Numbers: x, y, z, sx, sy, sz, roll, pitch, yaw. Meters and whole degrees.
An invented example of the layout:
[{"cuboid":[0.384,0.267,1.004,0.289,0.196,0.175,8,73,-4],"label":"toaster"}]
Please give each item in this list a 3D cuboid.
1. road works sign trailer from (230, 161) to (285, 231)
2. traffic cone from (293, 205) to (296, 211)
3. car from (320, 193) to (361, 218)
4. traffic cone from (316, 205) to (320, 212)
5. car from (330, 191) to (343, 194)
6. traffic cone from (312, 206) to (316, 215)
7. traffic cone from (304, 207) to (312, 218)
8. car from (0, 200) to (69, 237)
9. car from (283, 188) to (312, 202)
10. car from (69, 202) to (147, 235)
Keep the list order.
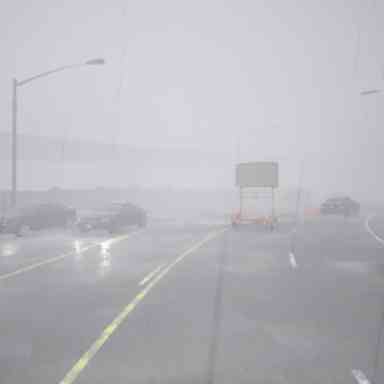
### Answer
[{"cuboid":[3.598,0.144,18.271,2.380,3.560,2.880,0,1,28],"label":"road works sign trailer"},{"cuboid":[9.237,1.430,30.019,0.340,0.580,0.340,0,1,28],"label":"traffic cone"},{"cuboid":[11.228,1.074,25.032,2.033,1.411,5.357,0,1,38],"label":"car"},{"cuboid":[10.066,1.459,27.316,0.340,0.580,0.340,0,1,28],"label":"traffic cone"},{"cuboid":[22.607,0.650,52.288,4.674,1.442,1.812,-1,0,-39],"label":"car"},{"cuboid":[9.127,1.492,25.548,0.340,0.580,0.340,0,1,28],"label":"traffic cone"},{"cuboid":[8.191,1.526,23.784,0.340,0.580,0.340,0,1,28],"label":"traffic cone"},{"cuboid":[-7.802,1.213,16.468,1.882,1.535,5.008,0,1,18],"label":"car"},{"cuboid":[16.367,0.410,51.560,5.566,2.045,2.150,-1,1,-42],"label":"car"},{"cuboid":[-3.924,1.245,17.239,1.812,1.442,4.674,0,1,19],"label":"car"}]
